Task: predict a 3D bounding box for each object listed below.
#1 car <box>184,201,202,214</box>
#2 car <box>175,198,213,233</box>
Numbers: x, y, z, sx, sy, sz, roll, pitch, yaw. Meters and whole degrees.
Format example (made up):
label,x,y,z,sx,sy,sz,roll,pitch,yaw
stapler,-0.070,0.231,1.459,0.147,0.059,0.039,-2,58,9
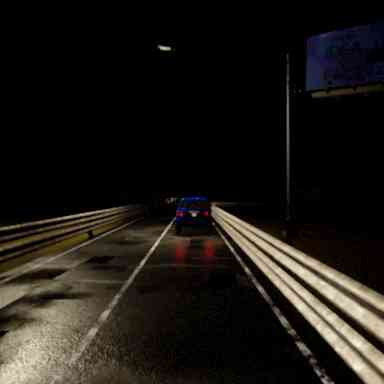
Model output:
label,x,y,z,sx,sy,sz,roll,pitch,yaw
car,0.125,1.846,41.483,2.033,1.411,5.357,0,0,0
car,0.110,1.374,21.058,2.150,2.045,5.566,0,0,0
